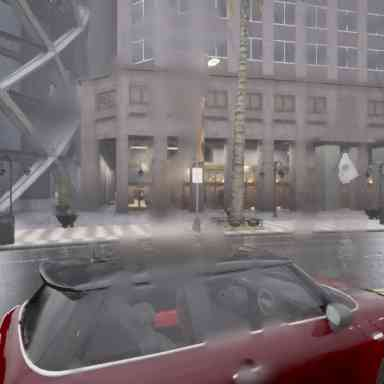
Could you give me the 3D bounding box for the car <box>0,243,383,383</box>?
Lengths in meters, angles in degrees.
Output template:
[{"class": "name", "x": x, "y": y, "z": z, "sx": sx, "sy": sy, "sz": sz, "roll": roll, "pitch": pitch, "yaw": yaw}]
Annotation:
[{"class": "car", "x": 0.417, "y": 1.352, "z": 3.503, "sx": 4.553, "sy": 1.767, "sz": 2.097, "roll": 0, "pitch": 0, "yaw": -28}]
